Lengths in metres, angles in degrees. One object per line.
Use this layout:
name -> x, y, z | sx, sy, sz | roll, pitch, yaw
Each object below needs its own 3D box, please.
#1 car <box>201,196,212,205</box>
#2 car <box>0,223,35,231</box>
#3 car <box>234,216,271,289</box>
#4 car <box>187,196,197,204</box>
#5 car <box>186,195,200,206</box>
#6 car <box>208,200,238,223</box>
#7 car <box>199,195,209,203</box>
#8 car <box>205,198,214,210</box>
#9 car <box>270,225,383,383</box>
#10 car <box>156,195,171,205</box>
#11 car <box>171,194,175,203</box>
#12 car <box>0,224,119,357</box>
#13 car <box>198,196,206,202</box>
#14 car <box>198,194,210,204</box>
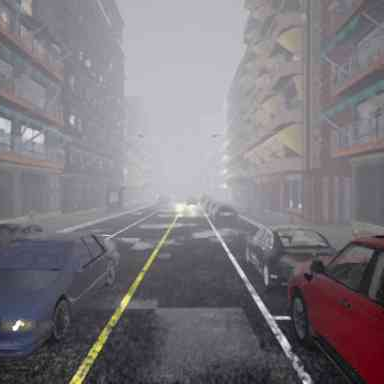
car -> 2.517, 1.625, 42.965 | 2.008, 1.369, 4.403 | -1, 0, 0
car -> -5.325, 1.580, 9.330 | 1.947, 1.339, 4.313 | -1, 0, 0
car -> 2.522, 1.565, 8.978 | 2.008, 1.369, 4.403 | -1, 0, 0
car -> -0.009, 1.650, 66.729 | 1.812, 1.442, 4.674 | 0, 0, 0
car -> -0.007, 1.701, 56.512 | 1.895, 1.301, 4.718 | 0, 0, 0
car -> 2.520, 1.608, 25.971 | 1.947, 1.339, 4.313 | -1, 0, 0
car -> 2.549, 1.571, 71.286 | 1.967, 1.590, 4.097 | -1, 0, 0
car -> 2.519, 1.597, 31.636 | 1.887, 1.381, 4.507 | -1, 0, 0
car -> 2.520, 1.320, 3.315 | 2.192, 1.841, 5.009 | -1, 0, 0
car -> -5.334, 1.547, 60.191 | 1.967, 1.590, 4.097 | -1, 0, 0
car -> -5.336, 1.571, 71.494 | 1.967, 1.590, 4.097 | -1, 0, 0
car -> -2.838, 1.558, 6.645 | 2.033, 1.411, 5.357 | 0, 0, 0
car -> 2.544, 1.701, 82.615 | 1.887, 1.381, 4.507 | -1, 0, 0
car -> 2.534, 1.422, 59.958 | 2.192, 1.841, 5.009 | -1, 0, 0
